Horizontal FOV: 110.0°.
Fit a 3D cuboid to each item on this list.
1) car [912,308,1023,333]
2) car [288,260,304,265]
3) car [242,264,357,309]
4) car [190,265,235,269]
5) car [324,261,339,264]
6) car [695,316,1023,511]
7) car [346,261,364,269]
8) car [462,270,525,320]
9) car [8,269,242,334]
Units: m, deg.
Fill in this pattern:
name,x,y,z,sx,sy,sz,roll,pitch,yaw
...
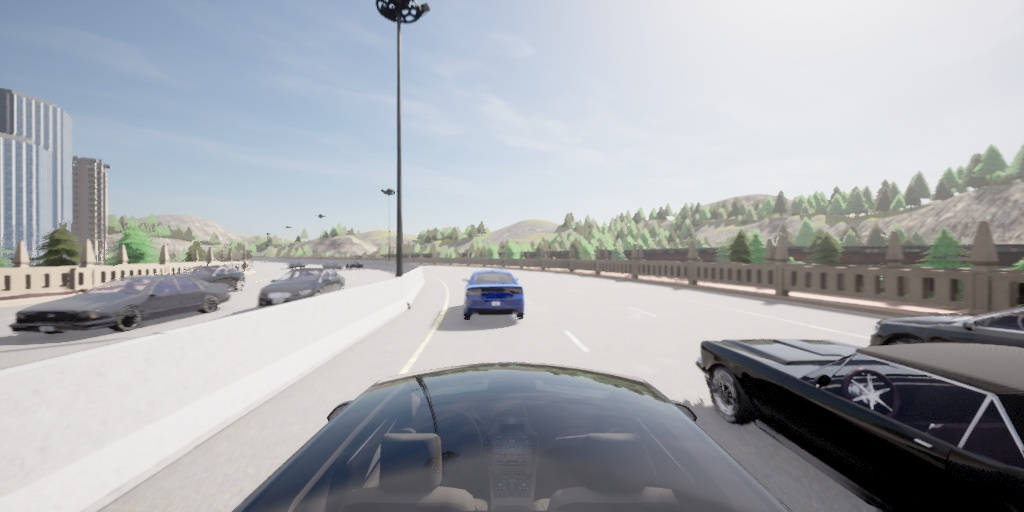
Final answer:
name,x,y,z,sx,sy,sz,roll,pitch,yaw
car,6.893,1.218,3.954,2.128,1.511,4.902,0,0,-1
car,-33.262,1.349,55.422,1.994,1.385,4.181,0,0,-38
car,-8.211,1.252,14.492,2.128,1.511,4.902,0,0,-8
car,-16.096,1.271,18.971,2.128,1.511,4.902,0,0,-12
car,-25.198,1.334,50.098,1.994,1.385,4.181,0,0,-33
car,3.454,1.339,2.766,1.895,1.301,4.718,0,0,-1
car,-24.021,1.362,54.712,1.895,1.301,4.718,0,0,-34
car,-0.739,1.217,12.784,1.882,1.535,5.008,0,0,-6
car,-11.209,1.321,11.060,2.033,1.411,5.357,0,0,-6
